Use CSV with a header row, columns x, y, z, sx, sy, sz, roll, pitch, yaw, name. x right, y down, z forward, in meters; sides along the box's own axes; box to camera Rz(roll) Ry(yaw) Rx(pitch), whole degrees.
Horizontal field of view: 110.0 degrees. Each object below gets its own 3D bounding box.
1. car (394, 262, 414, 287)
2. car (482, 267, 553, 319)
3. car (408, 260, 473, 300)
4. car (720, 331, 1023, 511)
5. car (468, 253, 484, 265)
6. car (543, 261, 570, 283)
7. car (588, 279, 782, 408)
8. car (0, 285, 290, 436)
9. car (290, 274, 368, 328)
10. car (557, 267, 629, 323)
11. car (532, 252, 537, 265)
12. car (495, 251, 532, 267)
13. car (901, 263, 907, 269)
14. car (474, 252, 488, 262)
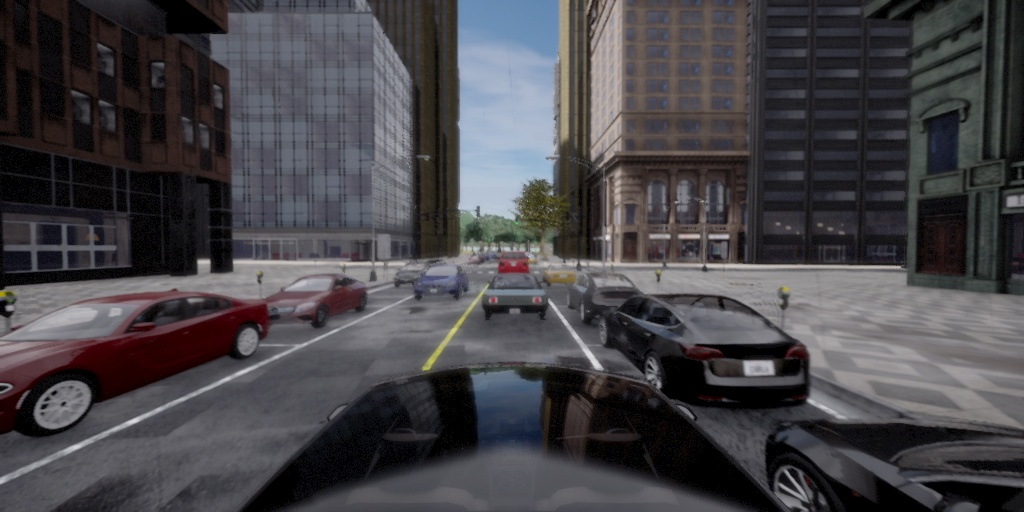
x,y,z,sx,sy,sz,roll,pitch,yaw,name
-5.718,1.036,21.544,2.007,1.370,4.403,0,0,0,car
0.096,1.214,12.123,1.895,1.301,4.718,0,1,0,car
-3.058,1.082,16.352,1.812,1.442,4.674,0,1,0,car
2.760,1.326,0.888,1.948,1.339,4.313,0,0,0,car
-5.644,0.596,53.891,1.802,1.307,4.207,0,0,0,car
2.808,1.008,21.869,1.751,1.417,4.829,0,0,0,car
2.772,1.258,6.092,1.948,1.339,4.313,0,0,0,car
-5.755,1.247,5.411,1.888,1.381,4.507,0,0,0,car
-5.743,1.214,10.788,1.802,1.307,4.207,0,0,0,car
2.784,1.175,11.294,2.007,1.370,4.403,0,0,0,car
2.881,0.539,54.050,1.751,1.417,4.829,0,0,0,car
0.126,0.637,26.509,2.150,2.045,5.566,0,1,0,car
48.634,1.033,41.582,5.357,1.411,2.033,0,1,0,car
-5.631,0.241,59.570,2.192,1.841,5.009,0,0,0,car
